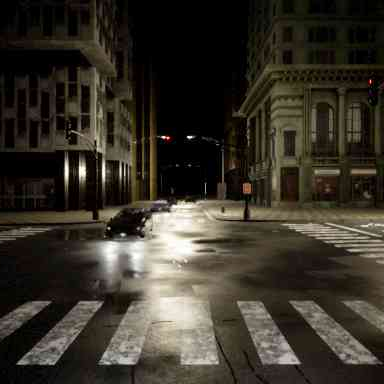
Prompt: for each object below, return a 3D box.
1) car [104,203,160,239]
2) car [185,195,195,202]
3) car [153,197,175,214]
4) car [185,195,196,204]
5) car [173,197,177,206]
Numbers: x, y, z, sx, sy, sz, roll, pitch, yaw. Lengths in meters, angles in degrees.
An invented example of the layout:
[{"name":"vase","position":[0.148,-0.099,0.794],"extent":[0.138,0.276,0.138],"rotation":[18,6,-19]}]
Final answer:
[{"name":"car","position":[-3.124,1.543,17.706],"extent":[2.033,1.411,5.357],"rotation":[0,0,0]},{"name":"car","position":[-0.427,1.454,73.760],"extent":[1.994,1.385,4.181],"rotation":[0,0,0]},{"name":"car","position":[-3.223,1.543,35.273],"extent":[1.994,1.385,4.181],"rotation":[0,0,0]},{"name":"car","position":[-0.260,1.451,63.948],"extent":[1.812,1.442,4.674],"rotation":[0,0,0]},{"name":"car","position":[-3.367,1.494,54.433],"extent":[2.033,1.411,5.357],"rotation":[0,0,0]}]
